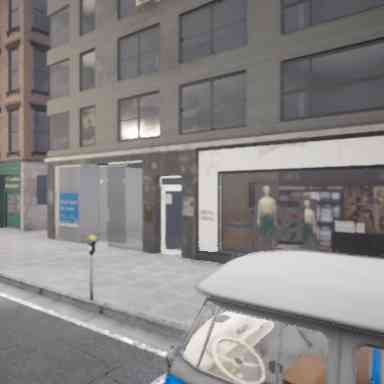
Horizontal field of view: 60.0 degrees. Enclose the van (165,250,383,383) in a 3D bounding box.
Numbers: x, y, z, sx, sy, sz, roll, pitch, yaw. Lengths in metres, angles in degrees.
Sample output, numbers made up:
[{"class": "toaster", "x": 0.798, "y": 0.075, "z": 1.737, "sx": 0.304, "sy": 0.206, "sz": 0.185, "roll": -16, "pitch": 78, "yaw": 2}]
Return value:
[{"class": "van", "x": 1.633, "y": 1.341, "z": 1.644, "sx": 3.998, "sy": 1.788, "sz": 1.690, "roll": 0, "pitch": 0, "yaw": 36}]
